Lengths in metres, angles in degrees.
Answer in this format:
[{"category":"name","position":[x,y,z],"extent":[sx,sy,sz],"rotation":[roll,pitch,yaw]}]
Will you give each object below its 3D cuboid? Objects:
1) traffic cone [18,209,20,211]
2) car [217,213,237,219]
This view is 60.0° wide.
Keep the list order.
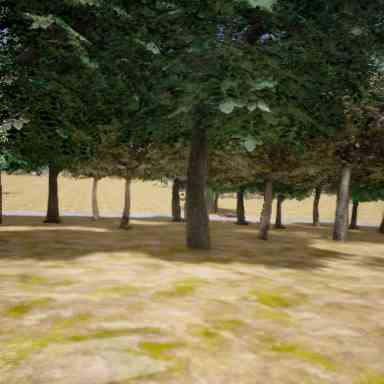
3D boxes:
[{"category":"traffic cone","position":[-33.003,3.376,63.507],"extent":[0.340,0.580,0.340],"rotation":[5,0,35]},{"category":"car","position":[8.736,5.802,82.364],"extent":[4.718,1.301,1.895],"rotation":[3,2,-18]}]
